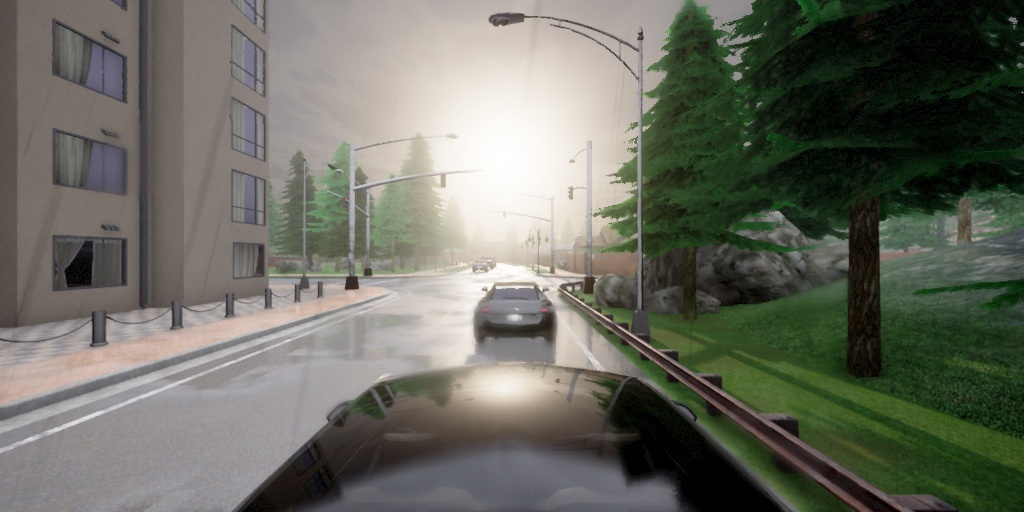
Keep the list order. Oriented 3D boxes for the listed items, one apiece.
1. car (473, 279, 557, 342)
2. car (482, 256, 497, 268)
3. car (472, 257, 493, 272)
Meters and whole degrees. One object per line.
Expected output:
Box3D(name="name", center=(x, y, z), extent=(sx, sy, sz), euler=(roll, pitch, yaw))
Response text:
Box3D(name="car", center=(0.086, 1.322, 9.827), extent=(1.994, 1.385, 4.181), euler=(0, 0, 0))
Box3D(name="car", center=(-3.986, 0.995, 56.146), extent=(2.150, 2.045, 5.566), euler=(0, 0, 0))
Box3D(name="car", center=(-3.942, 1.255, 45.538), extent=(2.128, 1.511, 4.902), euler=(0, 0, 0))
